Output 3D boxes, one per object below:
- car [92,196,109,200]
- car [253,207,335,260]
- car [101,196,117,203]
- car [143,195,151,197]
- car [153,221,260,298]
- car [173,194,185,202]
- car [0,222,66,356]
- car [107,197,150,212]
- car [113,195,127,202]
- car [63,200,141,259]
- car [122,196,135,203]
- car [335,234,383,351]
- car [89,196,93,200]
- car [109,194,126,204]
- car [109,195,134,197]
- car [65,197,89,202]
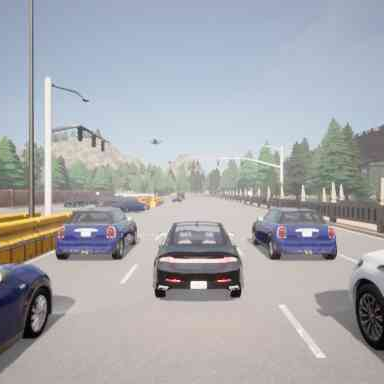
[{"bbox_3d":[-13.870,1.514,52.961,1.812,1.442,4.674,0,0,1],"label":"car"},{"bbox_3d":[3.645,1.349,12.633,2.097,1.767,4.553,0,0,0],"label":"car"},{"bbox_3d":[-17.236,1.511,69.213,2.128,1.511,4.902,0,0,0],"label":"car"},{"bbox_3d":[-10.250,1.477,67.675,2.128,1.511,4.902,0,0,0],"label":"car"},{"bbox_3d":[0.131,1.490,8.520,2.128,1.511,4.902,0,0,0],"label":"car"},{"bbox_3d":[-3.183,1.582,73.262,1.895,1.301,4.718,0,0,0],"label":"car"},{"bbox_3d":[-3.384,1.351,3.738,2.097,1.767,4.553,0,0,0],"label":"car"},{"bbox_3d":[-6.659,1.556,36.111,1.994,1.385,4.181,0,0,44],"label":"car"},{"bbox_3d":[-17.195,1.523,79.704,2.033,1.411,5.357,0,0,0],"label":"car"},{"bbox_3d":[-3.402,1.349,12.655,2.097,1.767,4.553,0,0,-1],"label":"car"},{"bbox_3d":[-13.724,1.537,72.124,1.994,1.385,4.181,0,0,0],"label":"car"},{"bbox_3d":[3.615,1.221,3.049,2.150,2.045,5.566,0,0,0],"label":"car"},{"bbox_3d":[-17.344,1.492,58.786,1.837,1.490,4.892,0,0,1],"label":"car"},{"bbox_3d":[-13.815,1.339,62.105,2.097,1.767,4.553,0,0,1],"label":"car"},{"bbox_3d":[-10.399,1.467,49.246,1.882,1.535,5.008,0,0,0],"label":"car"},{"bbox_3d":[-17.417,1.494,49.373,1.837,1.490,4.892,0,0,1],"label":"car"}]
